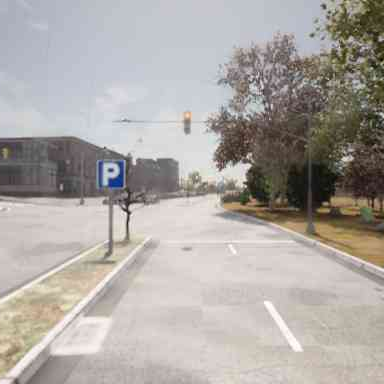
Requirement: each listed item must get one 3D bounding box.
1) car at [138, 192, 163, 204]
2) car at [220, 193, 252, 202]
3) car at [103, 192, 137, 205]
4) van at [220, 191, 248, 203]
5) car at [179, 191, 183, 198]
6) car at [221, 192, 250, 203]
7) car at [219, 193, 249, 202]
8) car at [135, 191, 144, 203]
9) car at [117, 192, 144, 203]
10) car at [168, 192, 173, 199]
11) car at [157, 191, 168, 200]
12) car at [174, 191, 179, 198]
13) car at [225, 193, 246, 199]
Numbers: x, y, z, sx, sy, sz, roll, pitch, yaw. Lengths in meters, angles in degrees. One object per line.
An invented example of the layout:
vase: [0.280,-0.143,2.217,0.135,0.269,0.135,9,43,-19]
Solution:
car: [-6.532,1.152,52.818,2.128,1.511,4.902,0,0,5]
car: [8.055,1.072,60.929,5.366,1.575,1.946,1,0,-13]
car: [-11.572,1.191,52.326,4.792,1.488,2.163,-1,0,-15]
van: [7.149,0.869,54.963,4.442,1.987,1.878,1,1,-14]
car: [-5.799,0.896,94.175,4.553,1.767,2.185,-1,0,-10]
car: [7.526,0.959,57.934,4.553,1.767,2.185,0,0,-14]
car: [8.031,1.058,63.780,5.366,1.575,1.946,1,1,-13]
car: [-10.934,1.139,55.320,5.366,1.575,1.946,-1,0,-15]
car: [-10.848,1.011,58.271,4.553,1.767,2.185,-1,0,-14]
car: [-8.193,0.819,79.273,5.566,2.045,2.435,-1,0,-12]
car: [-8.636,1.120,76.267,4.674,1.452,2.002,-1,0,-12]
car: [-6.827,1.041,88.216,5.008,1.535,2.097,-1,0,-11]
car: [11.000,1.013,84.351,4.792,1.488,2.163,0,1,-11]
